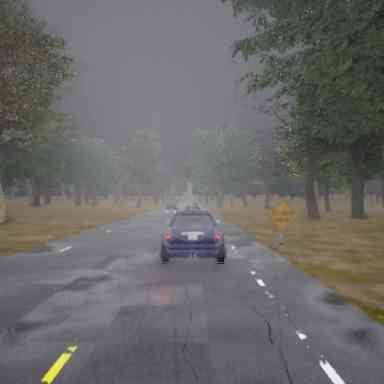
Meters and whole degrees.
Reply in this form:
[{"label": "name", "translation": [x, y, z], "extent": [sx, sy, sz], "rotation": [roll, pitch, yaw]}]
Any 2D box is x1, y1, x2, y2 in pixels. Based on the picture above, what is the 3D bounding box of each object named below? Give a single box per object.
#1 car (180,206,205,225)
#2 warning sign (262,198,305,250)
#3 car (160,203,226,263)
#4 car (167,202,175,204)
[{"label": "car", "translation": [0.050, 1.897, 28.018], "extent": [1.994, 1.385, 4.181], "rotation": [0, -1, 1]}, {"label": "warning sign", "translation": [3.602, 1.235, 13.269], "extent": [1.300, 1.860, 1.060], "rotation": [3, 2, 0]}, {"label": "car", "translation": [0.047, 1.462, 12.496], "extent": [2.097, 1.767, 4.553], "rotation": [0, -1, 1]}, {"label": "car", "translation": [-3.538, 2.465, 58.271], "extent": [2.033, 1.411, 5.357], "rotation": [0, -1, 1]}]
